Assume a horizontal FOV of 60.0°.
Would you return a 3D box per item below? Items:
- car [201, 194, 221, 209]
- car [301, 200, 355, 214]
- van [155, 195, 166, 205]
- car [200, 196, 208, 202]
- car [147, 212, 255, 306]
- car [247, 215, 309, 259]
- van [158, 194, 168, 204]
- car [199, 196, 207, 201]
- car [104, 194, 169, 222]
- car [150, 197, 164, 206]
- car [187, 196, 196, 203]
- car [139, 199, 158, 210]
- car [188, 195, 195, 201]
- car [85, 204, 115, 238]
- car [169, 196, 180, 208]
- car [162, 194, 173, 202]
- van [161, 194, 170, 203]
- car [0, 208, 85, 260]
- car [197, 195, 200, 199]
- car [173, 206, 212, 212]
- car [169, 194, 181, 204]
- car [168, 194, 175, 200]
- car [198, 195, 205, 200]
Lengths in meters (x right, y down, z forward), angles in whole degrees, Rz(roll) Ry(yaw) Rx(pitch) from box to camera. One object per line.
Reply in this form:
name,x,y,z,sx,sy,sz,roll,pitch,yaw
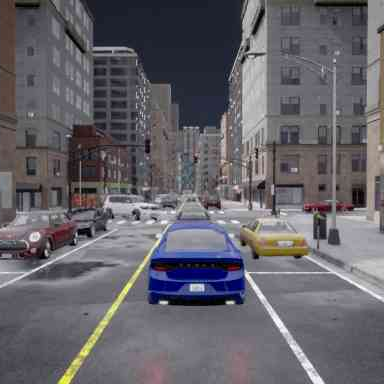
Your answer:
car,2.775,1.350,44.598,2.192,1.841,5.009,-1,0,0
car,13.307,1.458,32.857,4.718,1.301,1.895,-1,1,-1
van,-5.776,1.394,61.343,1.690,1.788,3.998,-1,0,0
car,2.733,1.590,78.284,1.752,1.417,4.829,-1,0,0
car,0.084,1.478,8.135,1.882,1.535,5.008,0,0,0
car,2.828,1.527,12.400,1.752,1.417,4.829,-1,0,0
van,-5.785,1.398,66.929,1.690,1.788,3.998,-1,0,0
car,2.726,1.633,83.699,1.947,1.339,4.313,-1,0,0
car,-4.862,1.258,26.942,5.566,2.045,2.150,0,-3,39
car,-5.765,1.572,55.587,1.752,1.417,4.829,-1,0,0
car,-0.117,1.579,74.028,2.128,1.511,4.902,0,0,0
car,-5.748,1.601,44.585,1.947,1.339,4.313,-1,0,0
car,-0.134,1.537,84.480,1.895,1.301,4.718,0,0,0
car,-5.705,1.571,17.712,1.947,1.339,4.313,-1,0,0
car,-3.167,1.584,45.331,2.033,1.411,5.357,0,0,0
car,-5.803,1.379,78.101,2.192,1.841,5.009,-1,0,0
van,-5.794,1.402,72.515,1.690,1.788,3.998,-1,0,0
car,-5.697,1.442,12.215,1.967,1.590,4.097,-1,0,0
car,2.745,1.372,66.942,2.192,1.841,5.009,-1,0,0
car,0.073,1.605,17.498,1.895,1.301,4.718,0,0,0
car,-3.175,1.552,55.229,1.837,1.490,4.892,0,0,0
car,-5.828,1.513,94.857,1.967,1.590,4.097,-1,0,0
car,2.711,1.623,94.871,2.008,1.369,4.403,-1,0,0
